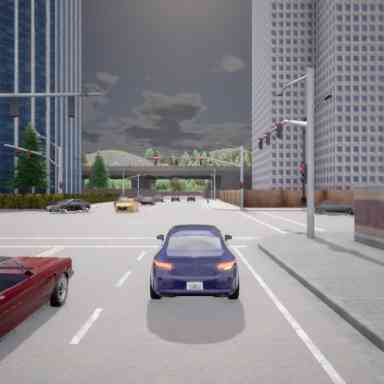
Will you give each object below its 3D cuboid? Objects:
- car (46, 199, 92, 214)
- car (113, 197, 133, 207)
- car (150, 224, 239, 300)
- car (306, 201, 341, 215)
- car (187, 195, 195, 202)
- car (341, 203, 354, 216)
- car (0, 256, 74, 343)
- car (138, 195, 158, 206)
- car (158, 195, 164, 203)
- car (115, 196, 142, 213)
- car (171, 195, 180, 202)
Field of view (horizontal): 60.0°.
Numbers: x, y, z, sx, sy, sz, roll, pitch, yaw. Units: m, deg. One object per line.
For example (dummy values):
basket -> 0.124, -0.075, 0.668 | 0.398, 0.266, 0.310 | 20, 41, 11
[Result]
car -> -13.059, 1.491, 35.518 | 2.128, 1.511, 4.902 | 1, 0, 34
car -> -10.703, 1.492, 51.952 | 2.128, 1.511, 4.902 | 0, 0, 0
car -> 0.060, 1.526, 8.292 | 1.812, 1.442, 4.674 | 0, 0, 0
car -> 13.757, 1.563, 33.507 | 4.181, 1.385, 1.994 | 0, 0, 0
car -> -0.162, 1.477, 74.568 | 1.837, 1.490, 4.892 | 0, 0, 0
car -> 16.223, 1.564, 30.001 | 4.181, 1.385, 1.994 | 0, 0, 0
car -> -3.450, 1.601, 5.023 | 1.895, 1.301, 4.718 | 0, 0, 0
car -> -7.202, 1.477, 54.791 | 1.882, 1.535, 5.008 | 0, 0, 0
car -> -7.153, 1.352, 70.502 | 2.097, 1.767, 4.553 | 0, 0, 0
car -> -7.177, 1.477, 36.790 | 1.882, 1.535, 5.008 | 0, 0, 0
car -> -3.662, 1.501, 74.560 | 1.812, 1.442, 4.674 | 0, 0, 0
